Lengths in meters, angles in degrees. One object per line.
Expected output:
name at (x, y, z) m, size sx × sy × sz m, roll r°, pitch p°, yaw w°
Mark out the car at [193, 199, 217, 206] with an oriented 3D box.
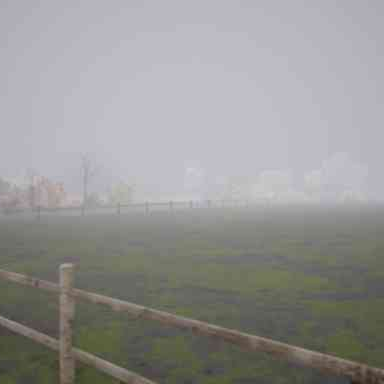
car at (2.293, 1.810, 58.044) m, size 1.895 × 1.301 × 4.718 m, roll -1°, pitch 0°, yaw 36°
